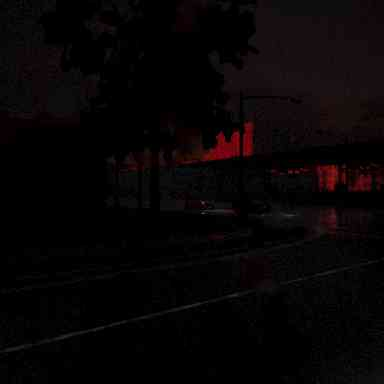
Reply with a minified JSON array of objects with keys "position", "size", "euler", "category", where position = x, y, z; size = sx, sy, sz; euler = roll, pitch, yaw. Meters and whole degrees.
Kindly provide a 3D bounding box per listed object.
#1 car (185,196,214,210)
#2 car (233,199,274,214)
[{"position":[0.958,1.351,43.580],"size":[2.097,1.767,4.553],"euler":[0,0,-33],"category":"car"},{"position":[6.426,1.477,35.385],"size":[1.882,1.535,5.008],"euler":[0,0,-34],"category":"car"}]
